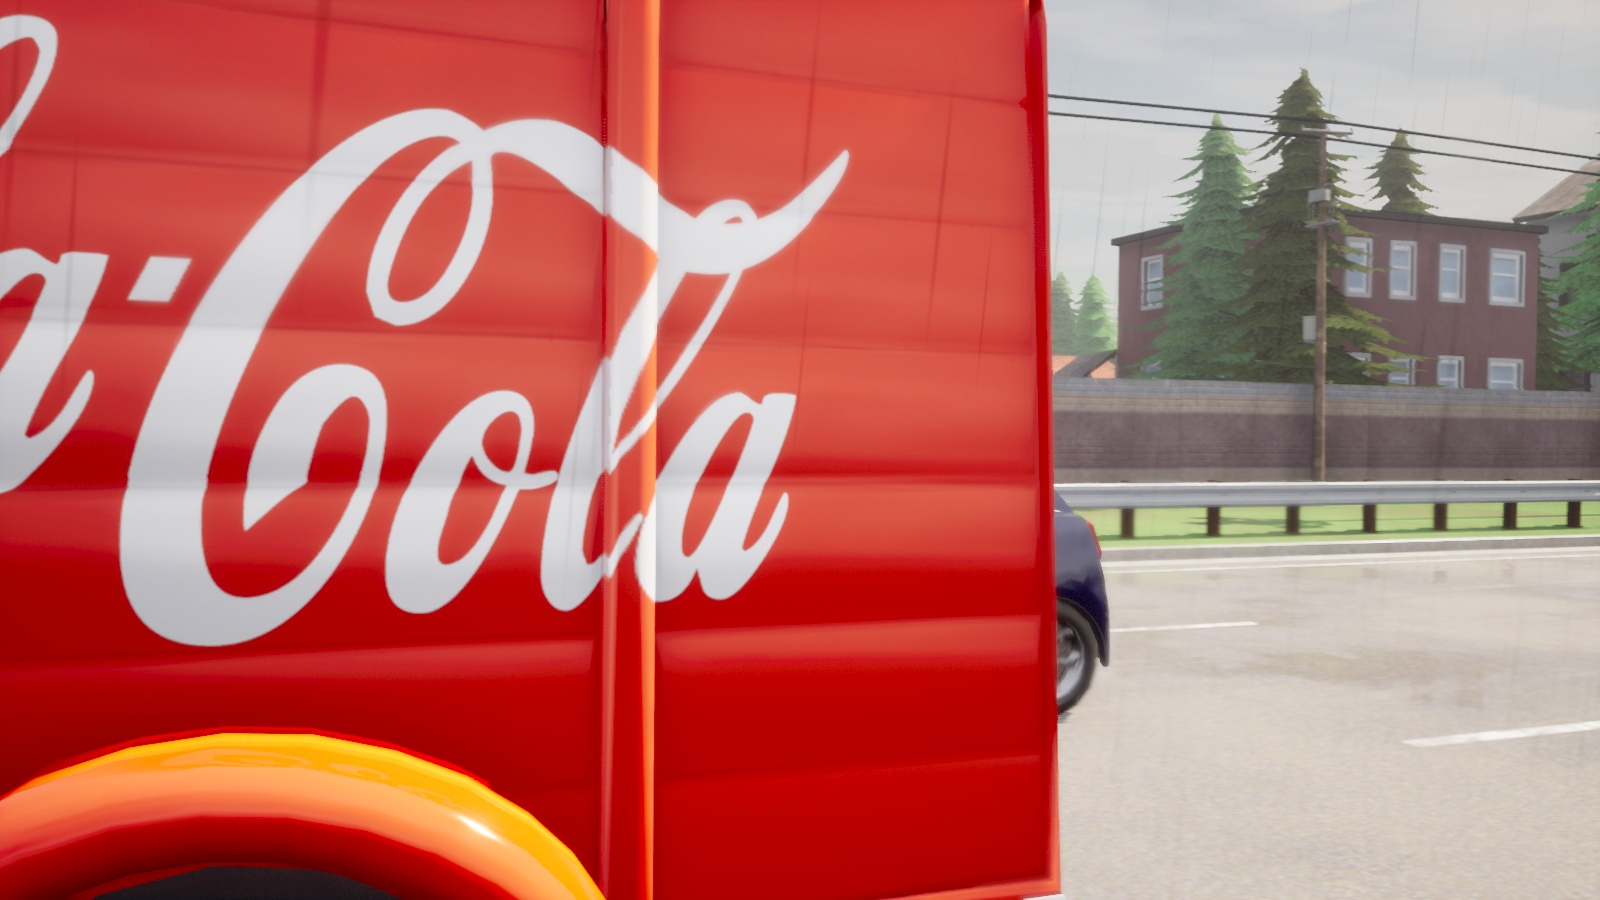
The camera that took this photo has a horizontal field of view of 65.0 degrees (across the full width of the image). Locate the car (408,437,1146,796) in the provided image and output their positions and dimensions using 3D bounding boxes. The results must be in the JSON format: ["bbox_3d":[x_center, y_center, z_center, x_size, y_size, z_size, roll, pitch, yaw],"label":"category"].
[{"bbox_3d":[-0.186,0.701,6.912,3.633,1.501,1.845,-1,1,-21],"label":"car"}]

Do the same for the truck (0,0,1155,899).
[{"bbox_3d":[-2.322,0.298,2.352,5.204,2.467,2.627,-1,1,-21],"label":"truck"}]
